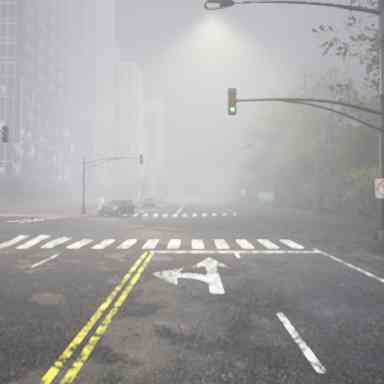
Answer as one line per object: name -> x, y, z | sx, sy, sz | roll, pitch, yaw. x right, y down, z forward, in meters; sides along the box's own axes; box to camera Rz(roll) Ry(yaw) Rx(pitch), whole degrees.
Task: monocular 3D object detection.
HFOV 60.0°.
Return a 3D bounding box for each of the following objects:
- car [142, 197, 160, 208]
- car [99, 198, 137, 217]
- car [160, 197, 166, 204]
car -> -6.423, 1.641, 50.543 | 1.837, 1.490, 4.892 | 0, 0, 0
car -> -7.500, 1.513, 33.909 | 2.097, 1.767, 4.553 | 2, 2, 20
car -> -6.395, 1.701, 68.462 | 2.128, 1.511, 4.902 | 0, 0, 0
